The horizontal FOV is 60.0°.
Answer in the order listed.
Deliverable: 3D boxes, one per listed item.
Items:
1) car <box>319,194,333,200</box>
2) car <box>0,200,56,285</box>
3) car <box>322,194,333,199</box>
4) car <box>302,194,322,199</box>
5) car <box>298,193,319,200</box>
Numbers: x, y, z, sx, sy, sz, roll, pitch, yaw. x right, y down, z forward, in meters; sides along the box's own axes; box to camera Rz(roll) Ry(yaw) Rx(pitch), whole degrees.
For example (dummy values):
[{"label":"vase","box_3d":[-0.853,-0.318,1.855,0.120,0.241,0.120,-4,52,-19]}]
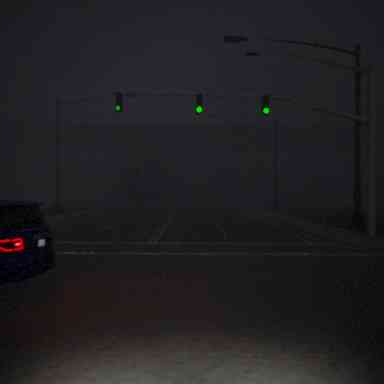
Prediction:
[{"label":"car","box_3d":[32.353,1.262,79.290,2.038,1.542,4.974,0,0,31]},{"label":"car","box_3d":[-5.938,1.203,7.339,5.566,2.045,2.150,0,0,2]},{"label":"car","box_3d":[32.380,1.104,79.334,1.853,1.218,4.536,0,0,31]},{"label":"car","box_3d":[29.290,1.091,81.501,1.853,1.218,4.536,0,0,-29]},{"label":"car","box_3d":[29.315,1.248,81.456,2.038,1.542,4.974,0,0,-29]}]
